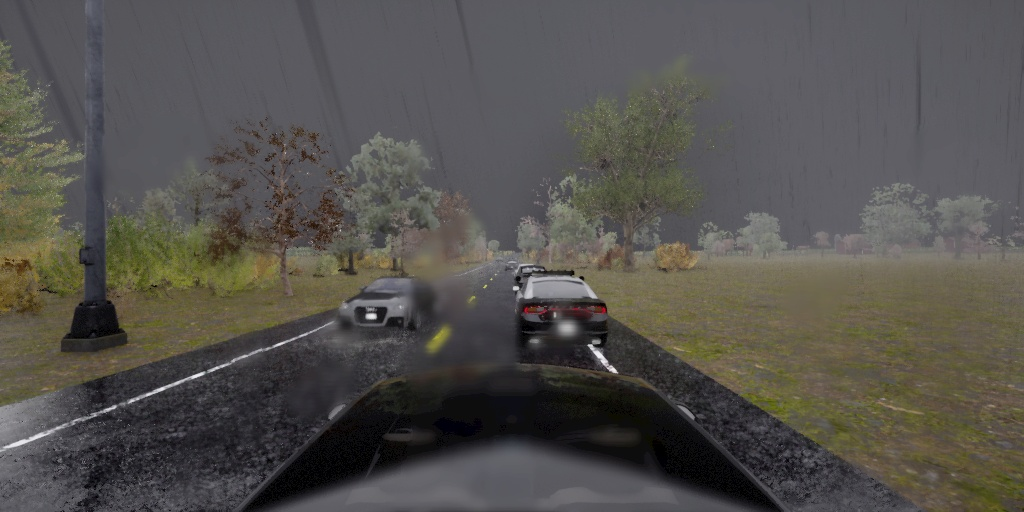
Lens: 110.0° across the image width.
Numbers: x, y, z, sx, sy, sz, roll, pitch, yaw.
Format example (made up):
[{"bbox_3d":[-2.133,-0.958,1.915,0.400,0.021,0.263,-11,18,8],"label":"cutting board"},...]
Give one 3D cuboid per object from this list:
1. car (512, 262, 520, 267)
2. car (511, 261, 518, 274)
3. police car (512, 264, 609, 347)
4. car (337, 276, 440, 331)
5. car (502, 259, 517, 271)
[{"bbox_3d":[1.056,1.248,19.306,1.837,1.490,4.892,0,0,0],"label":"car"},{"bbox_3d":[1.058,1.265,25.307,1.812,1.442,4.674,0,0,0],"label":"car"},{"bbox_3d":[1.053,1.173,9.415,1.930,1.638,5.238,0,0,0],"label":"police car"},{"bbox_3d":[-3.497,1.311,10.882,1.994,1.385,4.181,0,0,0],"label":"car"},{"bbox_3d":[0.051,1.238,47.420,1.812,1.442,4.674,0,0,1],"label":"car"}]
